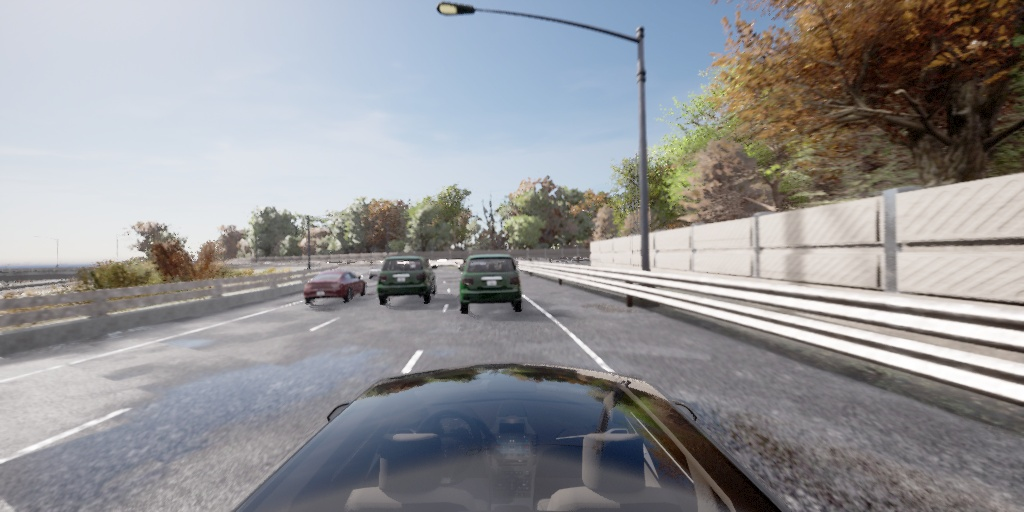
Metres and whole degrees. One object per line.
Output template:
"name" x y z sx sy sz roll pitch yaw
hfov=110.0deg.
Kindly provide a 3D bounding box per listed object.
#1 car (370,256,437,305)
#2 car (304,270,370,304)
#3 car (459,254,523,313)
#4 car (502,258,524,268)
"car" -4.835 1.036 17.040 2.150 2.045 5.566 -1 0 -9
"car" -8.467 1.419 17.432 1.812 1.442 4.674 -1 0 -9
"car" -0.905 0.958 14.199 2.150 2.045 5.566 -1 0 -6
"car" 0.188 1.125 56.393 1.812 1.442 4.674 -1 0 21
